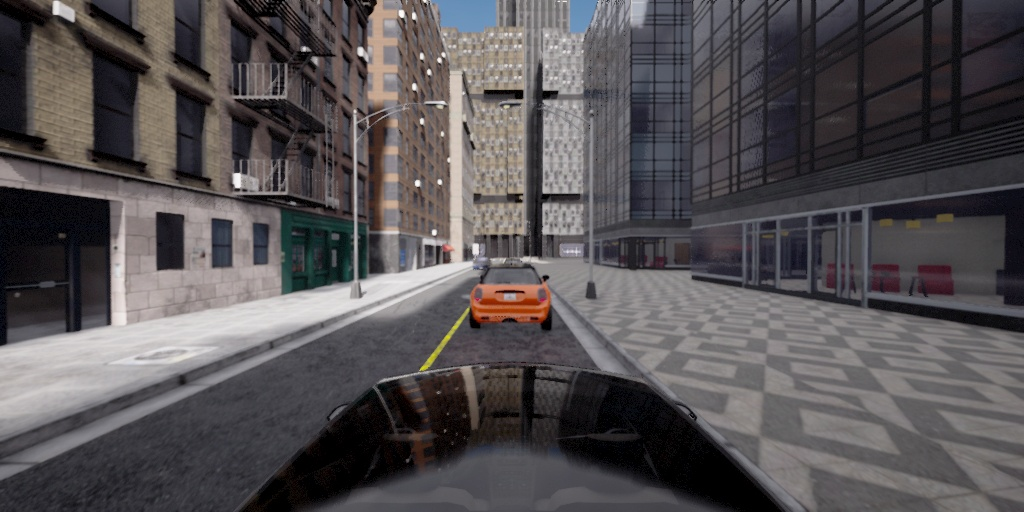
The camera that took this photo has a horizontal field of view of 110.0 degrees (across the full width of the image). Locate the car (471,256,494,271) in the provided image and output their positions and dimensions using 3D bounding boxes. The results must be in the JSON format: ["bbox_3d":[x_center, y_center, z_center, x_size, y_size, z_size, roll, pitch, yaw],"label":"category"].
[{"bbox_3d":[-3.098,0.784,38.481,2.033,1.411,5.357,0,1,0],"label":"car"}]

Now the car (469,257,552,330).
[{"bbox_3d":[0.067,0.975,10.821,2.097,1.767,4.553,0,1,3],"label":"car"}]

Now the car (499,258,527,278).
[{"bbox_3d":[0.093,0.909,29.506,2.033,1.411,5.357,0,1,0],"label":"car"}]
